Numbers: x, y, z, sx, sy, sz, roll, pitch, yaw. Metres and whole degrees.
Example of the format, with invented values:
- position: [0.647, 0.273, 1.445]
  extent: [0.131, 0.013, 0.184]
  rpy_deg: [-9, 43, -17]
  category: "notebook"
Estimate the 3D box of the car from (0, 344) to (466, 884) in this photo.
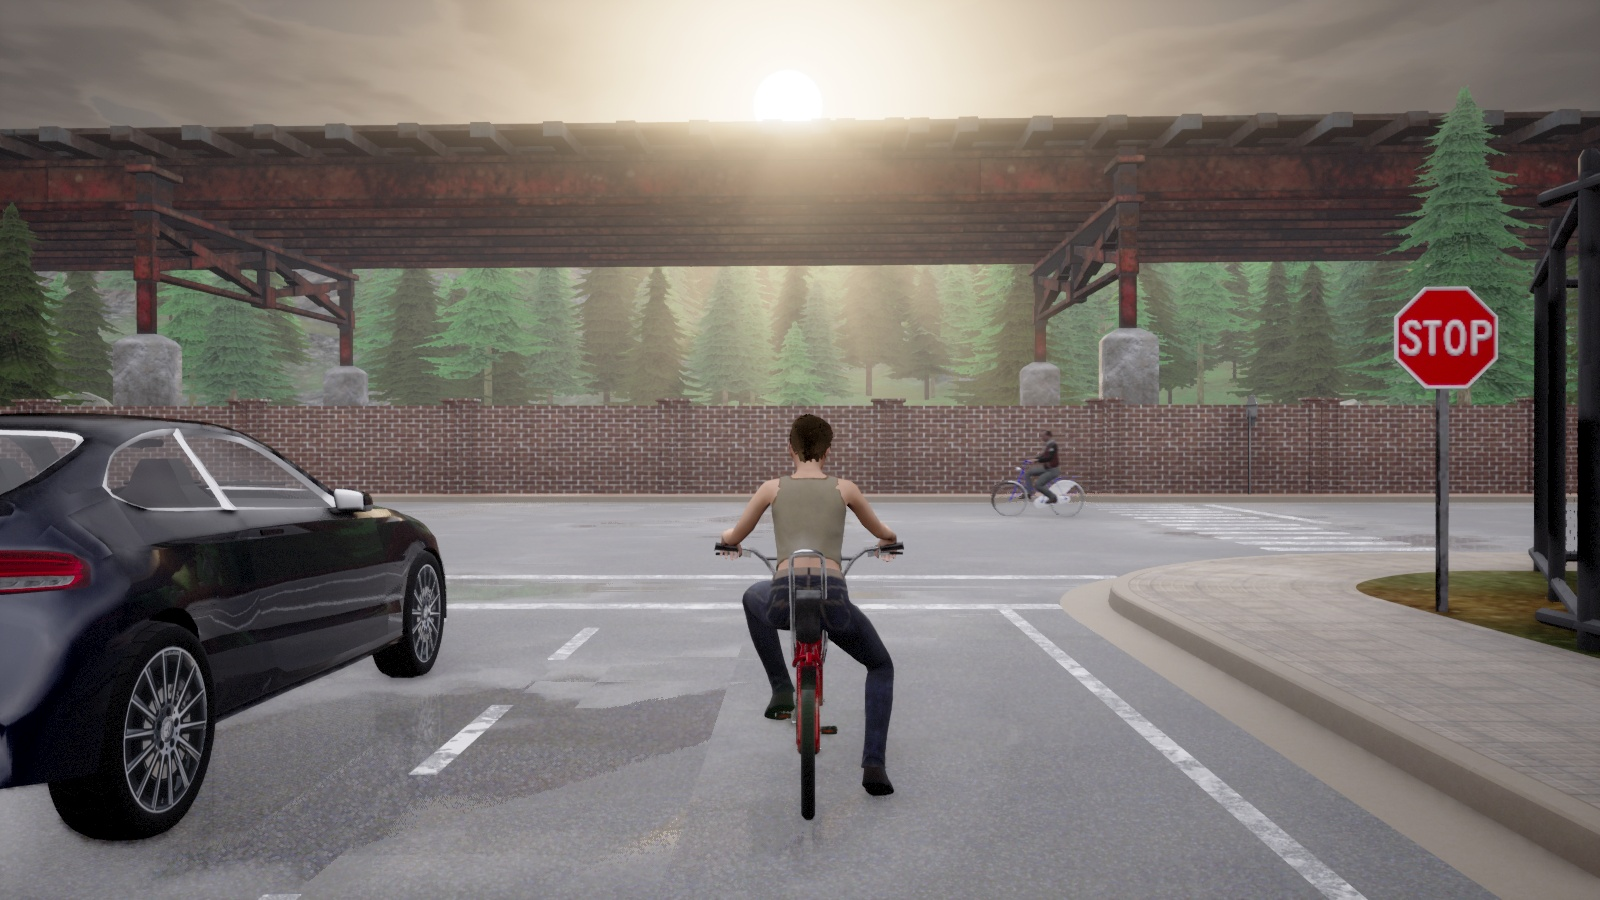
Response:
- position: [-3.448, 0.486, 6.353]
  extent: [2.152, 1.651, 5.027]
  rpy_deg: [0, 0, 0]
  category: "car"

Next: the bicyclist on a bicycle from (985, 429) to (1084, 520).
- position: [4.665, 0.480, 25.031]
  extent: [1.843, 1.776, 0.659]
  rpy_deg: [0, 1, 0]
  category: "bicyclist on a bicycle"

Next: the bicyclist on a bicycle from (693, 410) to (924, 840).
- position: [0.039, 0.652, 5.464]
  extent: [0.866, 1.612, 1.509]
  rpy_deg: [0, 0, 1]
  category: "bicyclist on a bicycle"
